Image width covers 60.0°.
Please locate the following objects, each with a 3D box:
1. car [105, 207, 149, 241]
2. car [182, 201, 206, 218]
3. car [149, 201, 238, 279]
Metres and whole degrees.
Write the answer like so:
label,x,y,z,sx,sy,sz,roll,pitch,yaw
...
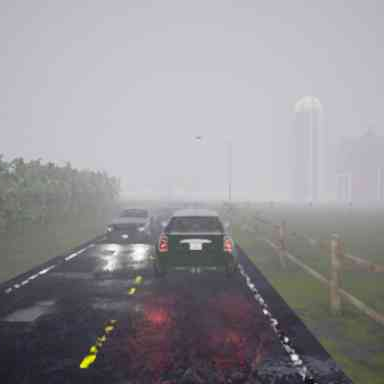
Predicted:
label,x,y,z,sx,sy,sz,roll,pitch,yaw
car,-2.813,1.474,16.660,2.033,1.411,5.357,0,0,0
car,0.136,1.476,29.322,1.895,1.301,4.718,0,0,-1
car,0.105,1.307,10.085,2.097,1.767,4.553,0,0,0
